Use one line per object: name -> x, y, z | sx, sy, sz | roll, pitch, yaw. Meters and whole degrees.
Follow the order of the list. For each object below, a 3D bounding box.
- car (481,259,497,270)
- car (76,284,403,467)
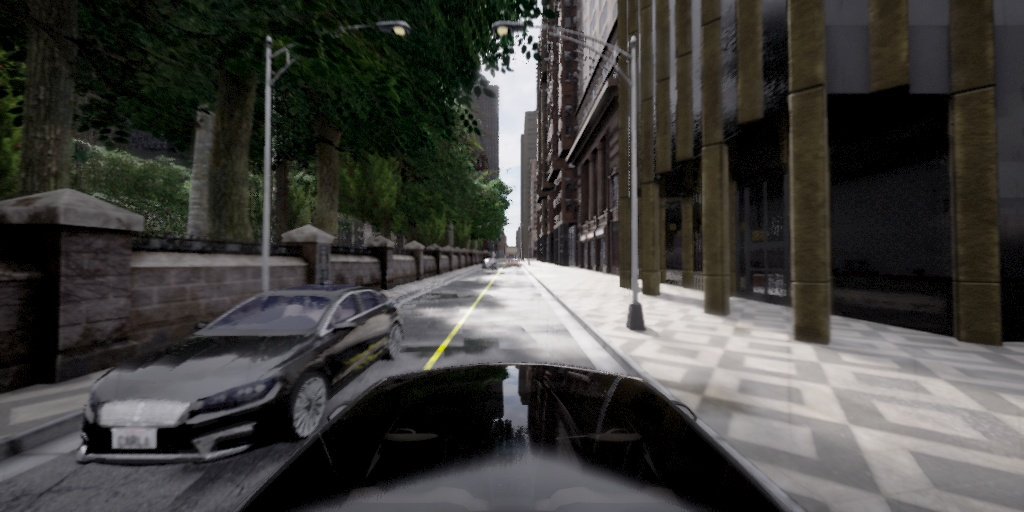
car -> -3.096, 1.114, 48.761 | 2.128, 1.511, 4.902 | 0, 0, 0
car -> -3.103, 1.230, 5.395 | 2.128, 1.511, 4.902 | 0, 0, 0
